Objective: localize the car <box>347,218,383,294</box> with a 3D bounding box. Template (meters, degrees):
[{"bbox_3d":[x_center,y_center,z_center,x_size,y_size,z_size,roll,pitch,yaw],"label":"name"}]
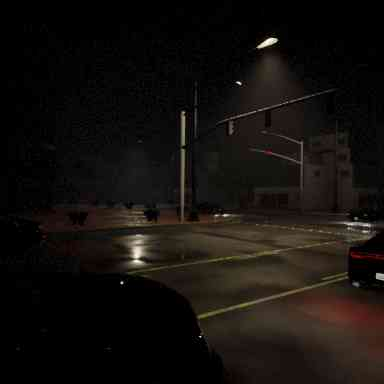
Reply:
[{"bbox_3d":[5.700,1.498,7.843,5.008,1.535,1.882,0,0,-35],"label":"car"}]

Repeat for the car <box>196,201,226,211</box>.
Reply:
[{"bbox_3d":[1.756,1.656,36.088,1.994,1.385,4.181,1,-1,-35],"label":"car"}]

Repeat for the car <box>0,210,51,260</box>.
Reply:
[{"bbox_3d":[-7.699,1.492,11.399,4.902,1.511,2.128,0,0,-35],"label":"car"}]

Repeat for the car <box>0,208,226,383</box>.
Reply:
[{"bbox_3d":[-2.382,1.222,2.045,5.566,2.045,2.150,0,0,-36],"label":"car"}]

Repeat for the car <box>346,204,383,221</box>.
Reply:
[{"bbox_3d":[15.001,1.727,27.575,5.357,1.411,2.033,1,0,-35],"label":"car"}]
